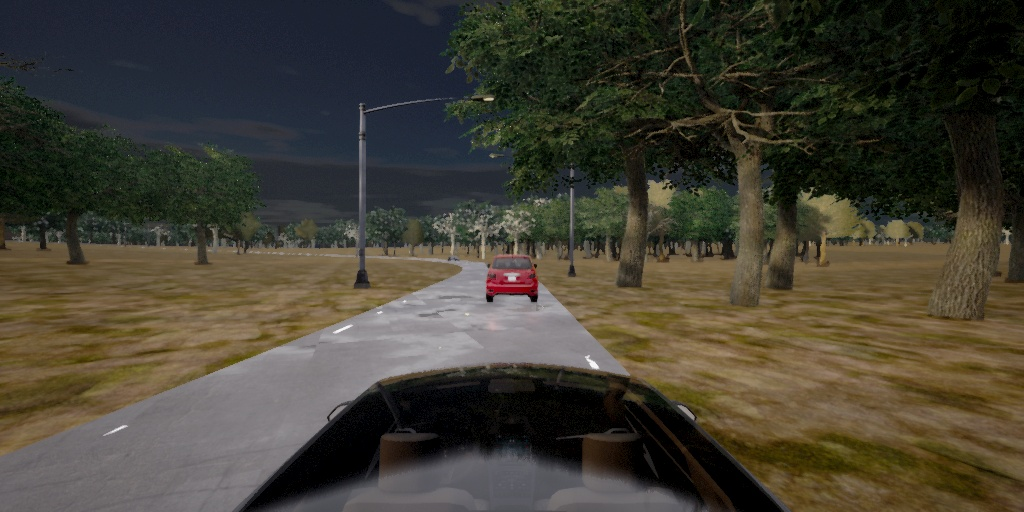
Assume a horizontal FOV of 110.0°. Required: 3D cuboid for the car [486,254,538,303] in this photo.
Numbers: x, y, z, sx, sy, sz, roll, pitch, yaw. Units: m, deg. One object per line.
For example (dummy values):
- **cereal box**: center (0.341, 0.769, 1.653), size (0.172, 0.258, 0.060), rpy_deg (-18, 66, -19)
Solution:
- **car**: center (0.004, 0.939, 16.521), size (2.150, 2.045, 5.566), rpy_deg (0, 1, 0)
